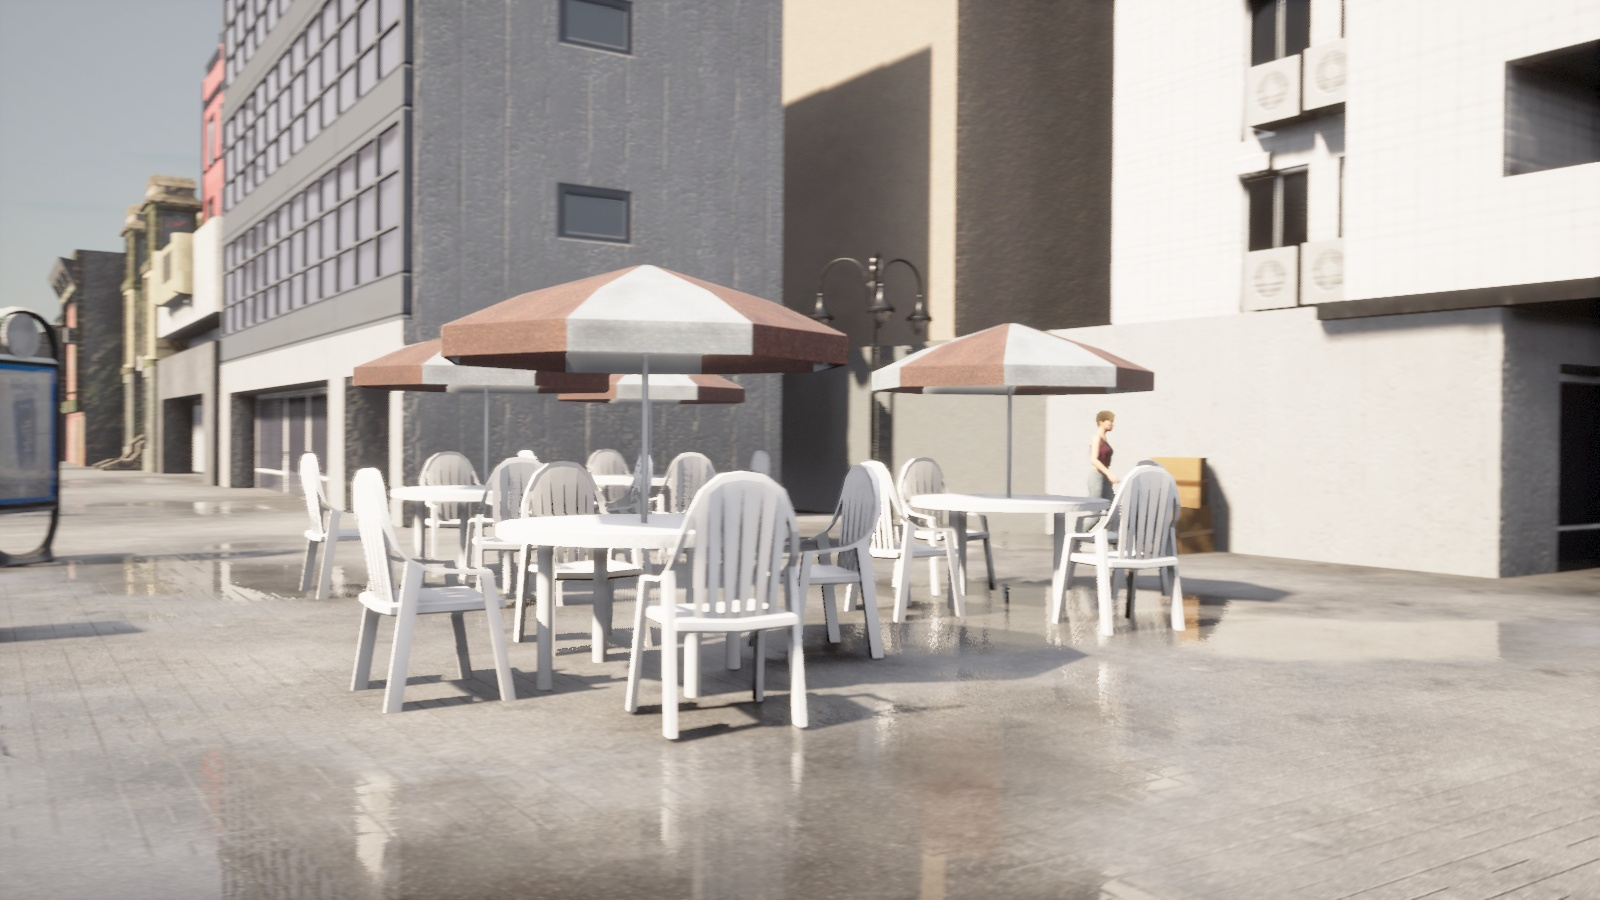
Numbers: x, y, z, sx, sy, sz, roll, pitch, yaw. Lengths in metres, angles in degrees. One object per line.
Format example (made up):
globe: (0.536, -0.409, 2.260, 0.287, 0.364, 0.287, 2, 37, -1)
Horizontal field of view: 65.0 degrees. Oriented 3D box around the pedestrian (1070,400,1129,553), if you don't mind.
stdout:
pedestrian: (3.672, 0.319, 15.396, 0.594, 1.836, 0.345, 0, 1, 35)
